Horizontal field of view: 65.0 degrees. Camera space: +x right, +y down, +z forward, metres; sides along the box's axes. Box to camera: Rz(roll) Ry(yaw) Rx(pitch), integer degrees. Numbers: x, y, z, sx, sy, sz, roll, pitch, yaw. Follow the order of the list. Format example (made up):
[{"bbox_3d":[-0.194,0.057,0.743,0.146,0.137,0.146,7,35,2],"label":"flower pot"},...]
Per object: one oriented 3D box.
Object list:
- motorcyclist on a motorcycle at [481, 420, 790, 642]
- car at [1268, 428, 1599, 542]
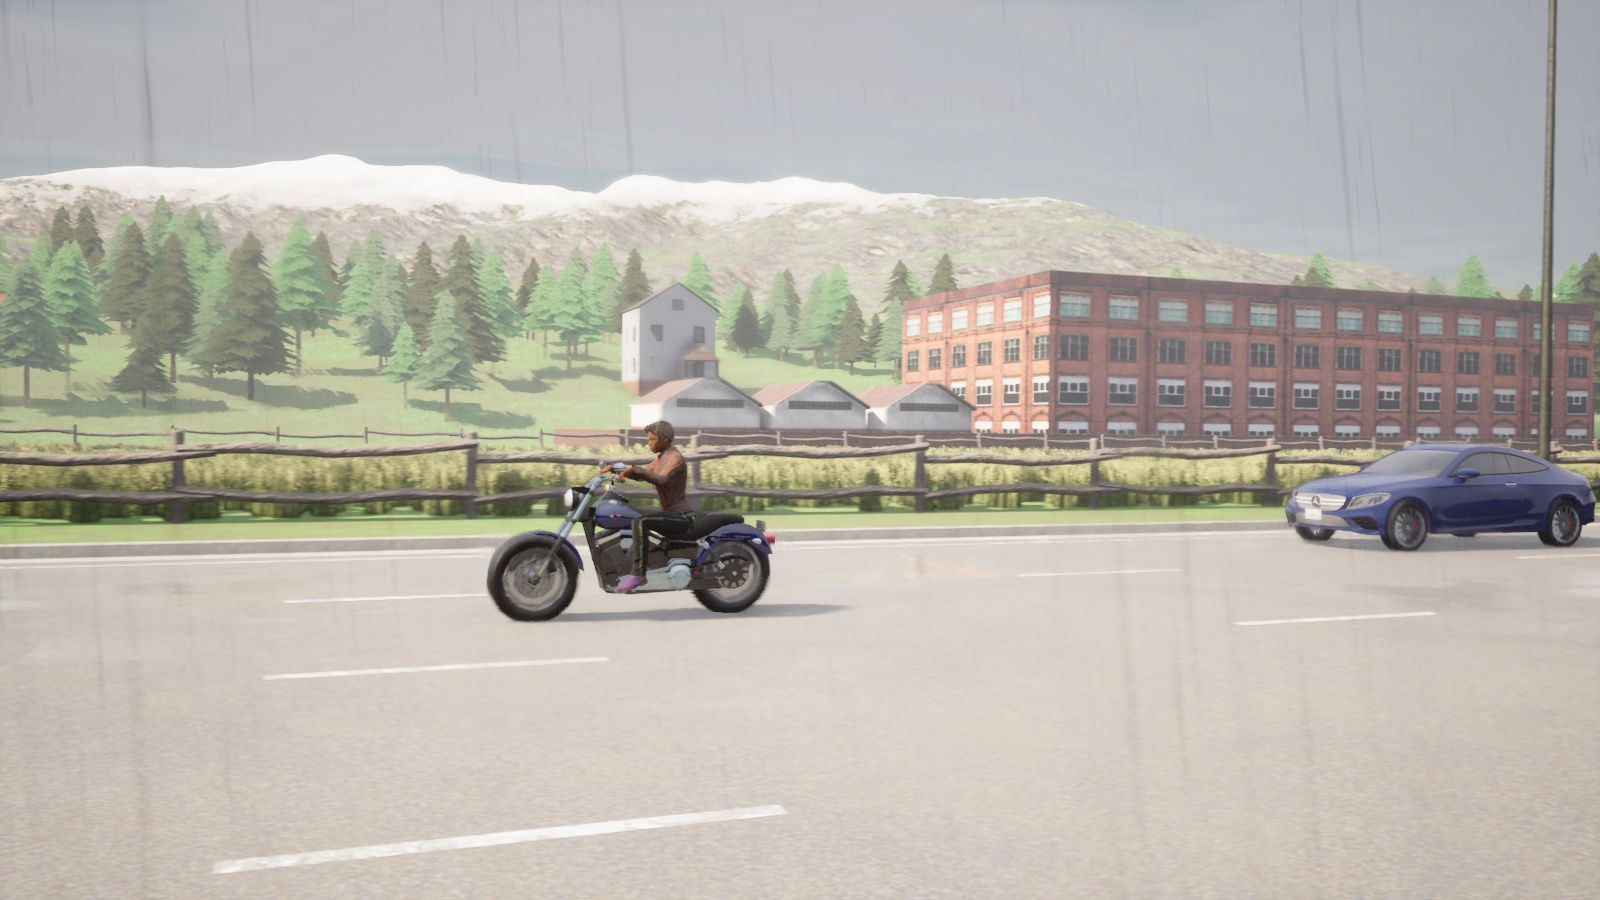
[{"bbox_3d":[-1.332,0.596,10.220,2.350,1.649,0.766,-1,1,-21],"label":"motorcyclist on a motorcycle"},{"bbox_3d":[9.215,0.432,17.971,4.674,1.442,1.812,-1,1,-20],"label":"car"}]
